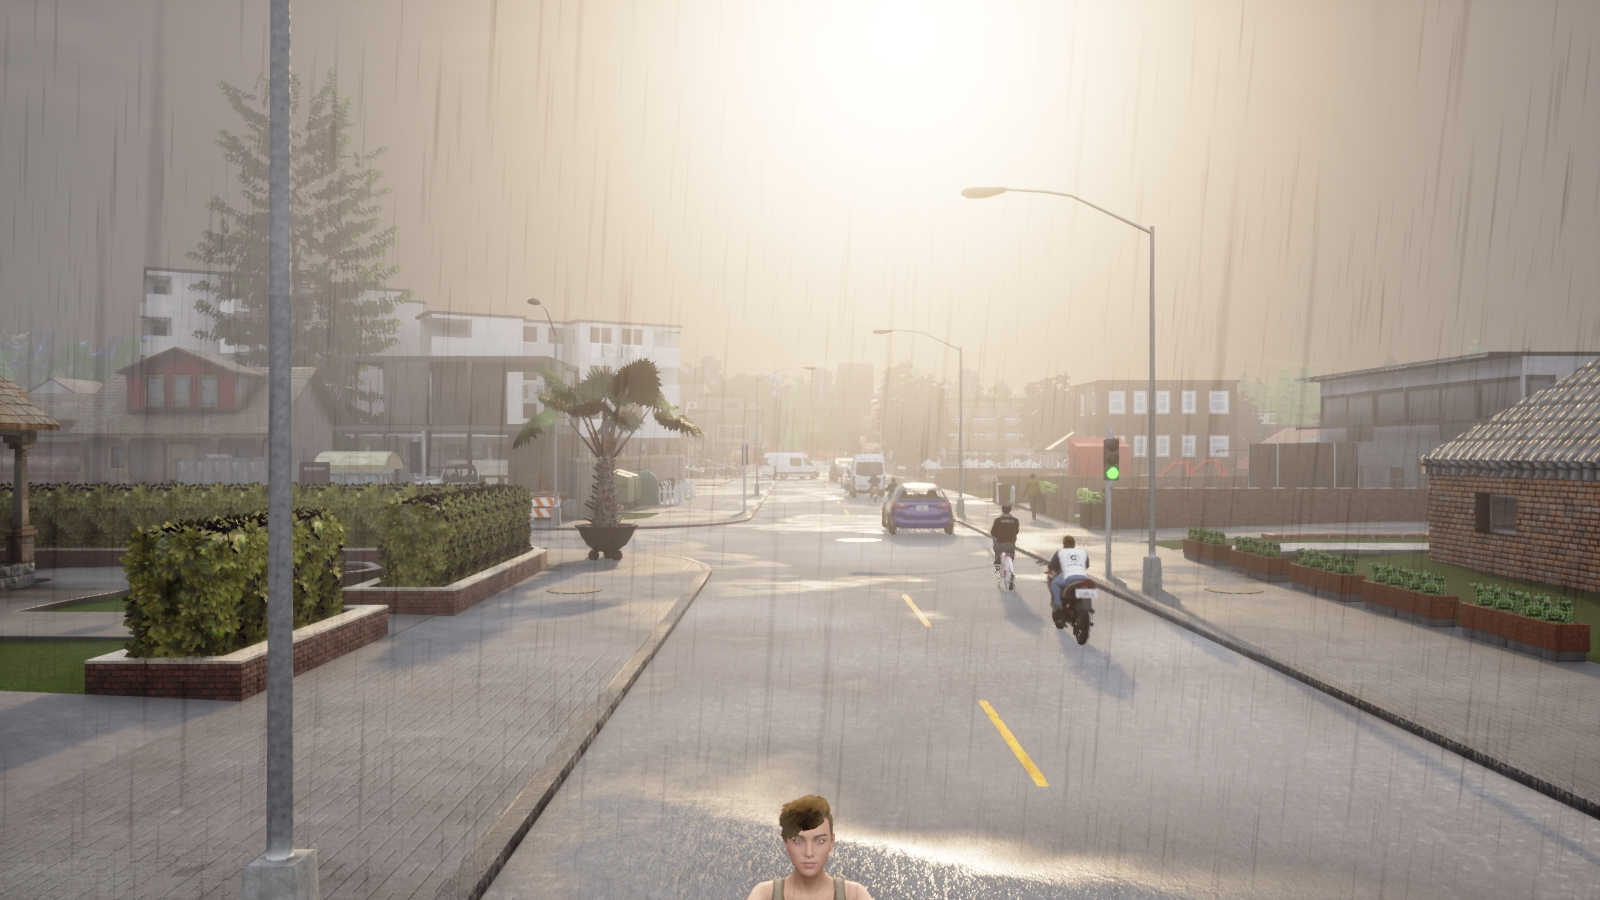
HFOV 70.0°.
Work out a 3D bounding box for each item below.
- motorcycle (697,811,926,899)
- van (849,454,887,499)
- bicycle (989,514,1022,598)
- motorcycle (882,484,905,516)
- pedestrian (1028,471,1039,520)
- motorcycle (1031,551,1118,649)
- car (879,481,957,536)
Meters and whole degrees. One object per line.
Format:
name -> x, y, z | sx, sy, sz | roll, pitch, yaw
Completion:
motorcycle -> 0.039, 2.155, 3.558 | 0.764, 1.307, 2.356 | 0, 0, 0
van -> 4.032, 1.534, 68.676 | 1.988, 2.561, 5.915 | 0, 0, 0
bicycle -> 4.041, 2.060, 22.581 | 0.329, 1.471, 1.835 | 0, 0, 0
motorcycle -> 4.033, 2.142, 49.420 | 0.856, 1.316, 1.805 | 0, 0, 0
pedestrian -> 8.915, 1.744, 43.617 | 0.375, 1.860, 0.375 | 0, 0, 5
motorcycle -> 4.041, 2.186, 16.994 | 0.803, 1.199, 2.033 | 0, 0, 0
car -> 4.037, 1.968, 39.734 | 2.242, 1.667, 4.611 | 0, 0, 0
